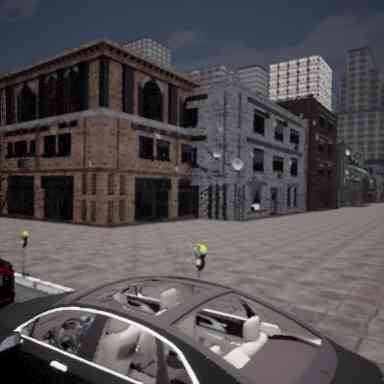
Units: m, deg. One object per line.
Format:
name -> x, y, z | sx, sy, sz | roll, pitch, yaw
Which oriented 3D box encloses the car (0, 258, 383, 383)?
car -> -0.575, 1.550, 3.268 | 4.403, 1.369, 2.008 | 0, 1, 36
